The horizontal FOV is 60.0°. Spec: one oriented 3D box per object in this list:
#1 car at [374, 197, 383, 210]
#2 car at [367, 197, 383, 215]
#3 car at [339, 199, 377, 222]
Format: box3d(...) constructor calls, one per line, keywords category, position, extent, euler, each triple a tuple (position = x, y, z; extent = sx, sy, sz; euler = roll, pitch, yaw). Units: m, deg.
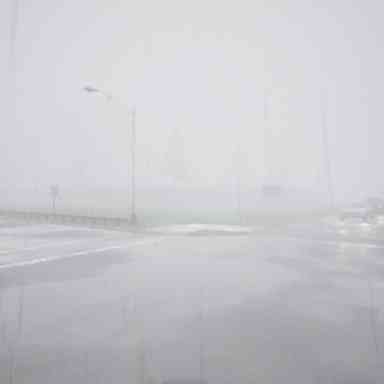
box3d(category="car", position=(24.649, 1.469, 42.263), extent=(1.882, 1.535, 5.008), euler=(0, 0, 37))
box3d(category="car", position=(18.542, 1.343, 33.898), extent=(2.097, 1.767, 4.553), euler=(0, 0, 36))
box3d(category="car", position=(13.220, 1.517, 26.628), extent=(1.812, 1.442, 4.674), euler=(0, 0, 37))
